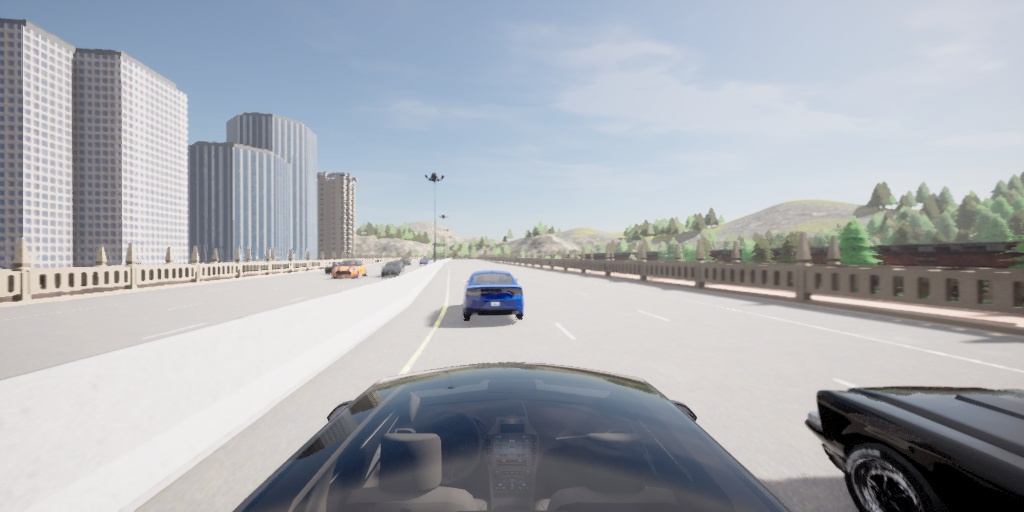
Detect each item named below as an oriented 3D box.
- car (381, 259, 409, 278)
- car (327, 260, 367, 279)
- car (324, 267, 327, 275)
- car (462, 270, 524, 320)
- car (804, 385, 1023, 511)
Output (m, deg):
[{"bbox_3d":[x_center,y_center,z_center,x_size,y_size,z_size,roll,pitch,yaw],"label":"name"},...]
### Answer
[{"bbox_3d":[-11.635,1.301,35.326,1.837,1.490,4.892,0,0,-10],"label":"car"},{"bbox_3d":[-14.742,1.161,32.740,2.097,1.767,4.553,0,0,-10],"label":"car"},{"bbox_3d":[-19.681,1.430,40.805,1.895,1.301,4.718,0,0,-10],"label":"car"},{"bbox_3d":[-0.753,1.230,12.784,1.882,1.535,5.008,0,0,-6],"label":"car"},{"bbox_3d":[3.490,1.336,0.964,1.895,1.301,4.718,0,0,0],"label":"car"}]
